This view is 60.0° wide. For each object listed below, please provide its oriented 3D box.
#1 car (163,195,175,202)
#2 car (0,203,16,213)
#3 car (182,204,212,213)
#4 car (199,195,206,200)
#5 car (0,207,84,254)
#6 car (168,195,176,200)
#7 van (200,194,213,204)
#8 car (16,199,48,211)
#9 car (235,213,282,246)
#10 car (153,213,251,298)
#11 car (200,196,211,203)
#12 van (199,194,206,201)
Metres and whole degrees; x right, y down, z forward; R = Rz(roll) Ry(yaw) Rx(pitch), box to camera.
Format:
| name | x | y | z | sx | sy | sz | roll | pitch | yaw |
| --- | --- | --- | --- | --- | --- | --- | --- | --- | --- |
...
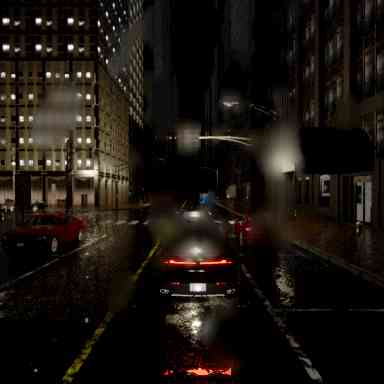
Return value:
| name | x | y | z | sx | sy | sz | roll | pitch | yaw |
| --- | --- | --- | --- | --- | --- | --- | --- | --- | --- |
| car | -5.587 | 1.524 | 75.566 | 1.887 | 1.381 | 4.507 | 0 | 0 | 0 |
| car | -18.568 | 1.308 | 28.864 | 5.009 | 1.841 | 2.192 | 0 | 0 | 1 |
| car | 0.125 | 1.562 | 17.394 | 1.994 | 1.385 | 4.181 | 0 | 0 | 0 |
| car | 2.818 | 1.550 | 92.644 | 1.802 | 1.307 | 4.206 | 0 | 0 | 0 |
| car | -5.806 | 1.543 | 13.507 | 1.887 | 1.381 | 4.507 | 0 | 0 | 0 |
| car | -5.563 | 1.534 | 92.657 | 1.947 | 1.339 | 4.313 | 0 | 0 | 0 |
| van | 2.768 | 1.329 | 58.464 | 1.690 | 1.788 | 3.998 | 0 | 0 | 0 |
| car | -18.469 | 1.499 | 37.246 | 4.403 | 1.369 | 2.008 | 0 | 0 | 1 |
| car | 2.835 | 1.580 | 14.871 | 1.802 | 1.307 | 4.206 | 0 | 0 | 0 |
| car | 0.111 | 1.504 | 8.518 | 1.837 | 1.490 | 4.892 | 0 | 0 | 0 |
| car | 2.785 | 1.534 | 69.857 | 2.008 | 1.369 | 4.403 | 0 | 0 | 0 |
| van | 2.809 | 1.313 | 86.947 | 1.690 | 1.788 | 3.998 | 0 | 0 | 0 |
